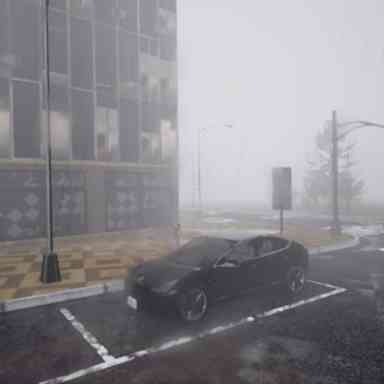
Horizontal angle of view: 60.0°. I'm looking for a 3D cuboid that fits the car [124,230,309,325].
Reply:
[{"bbox_3d":[0.720,1.547,7.093,4.313,1.339,1.947,0,-1,-36],"label":"car"}]
